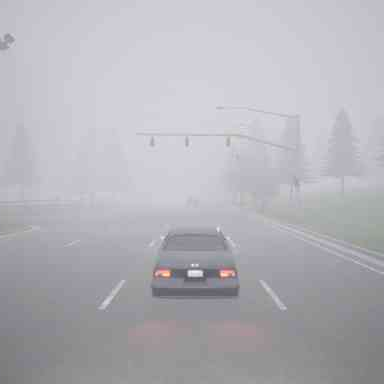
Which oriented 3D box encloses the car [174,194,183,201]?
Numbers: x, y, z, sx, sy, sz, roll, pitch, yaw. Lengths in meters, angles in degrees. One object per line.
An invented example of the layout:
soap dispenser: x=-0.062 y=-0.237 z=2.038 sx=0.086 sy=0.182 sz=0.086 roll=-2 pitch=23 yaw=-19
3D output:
car: x=-3.372 y=1.514 z=83.737 sx=1.812 sy=1.442 sz=4.674 roll=0 pitch=0 yaw=0

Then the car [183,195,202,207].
car: x=0.078 y=1.350 z=52.672 sx=2.097 sy=1.767 sz=4.553 roll=0 pitch=0 yaw=0

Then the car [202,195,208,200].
car: x=3.644 y=1.497 z=94.143 sx=1.837 sy=1.490 sz=4.892 roll=0 pitch=0 yaw=0

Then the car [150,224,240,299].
car: x=0.079 y=1.547 z=8.633 sx=2.033 sy=1.411 sz=5.357 roll=0 pitch=0 yaw=1

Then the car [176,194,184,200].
car: x=-3.357 y=1.354 z=93.740 sx=2.128 sy=1.511 sz=4.902 roll=0 pitch=0 yaw=0

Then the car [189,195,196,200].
car: x=0.144 y=1.537 z=94.148 sx=2.033 sy=1.411 sz=5.357 roll=0 pitch=0 yaw=0

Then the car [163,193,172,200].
car: x=-6.856 y=1.222 z=94.189 sx=2.150 sy=2.045 sz=5.566 roll=0 pitch=0 yaw=0
